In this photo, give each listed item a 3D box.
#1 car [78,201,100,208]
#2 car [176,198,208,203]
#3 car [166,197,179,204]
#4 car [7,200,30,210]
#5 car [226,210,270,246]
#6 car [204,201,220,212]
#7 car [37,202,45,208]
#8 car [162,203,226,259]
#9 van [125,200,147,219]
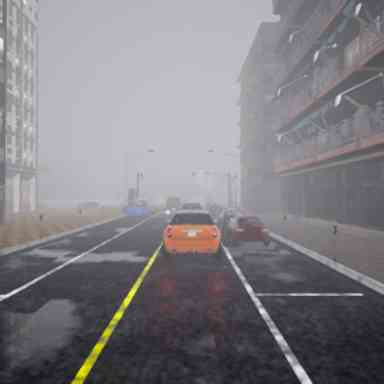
[{"bbox_3d":[-20.626,2.491,66.670,4.206,1.307,1.802,-1,0,-1],"label":"car"},{"bbox_3d":[0.005,1.638,28.428,2.097,1.767,4.553,0,-1,0],"label":"car"},{"bbox_3d":[-2.787,1.743,51.447,2.150,2.045,5.566,0,-1,0],"label":"car"},{"bbox_3d":[-31.476,2.247,58.463,5.009,1.841,2.192,-1,0,-1],"label":"car"},{"bbox_3d":[2.559,1.743,15.849,1.802,1.307,4.206,0,-1,0],"label":"car"},{"bbox_3d":[2.671,2.006,45.882,1.887,1.381,4.507,0,-1,0],"label":"car"},{"bbox_3d":[-31.708,2.622,66.528,4.206,1.307,1.802,-1,0,-1],"label":"car"},{"bbox_3d":[0.014,1.488,13.430,2.097,1.767,4.553,0,-1,0],"label":"car"},{"bbox_3d":[-5.361,1.668,32.476,1.690,1.788,3.998,0,-1,0],"label":"van"}]
